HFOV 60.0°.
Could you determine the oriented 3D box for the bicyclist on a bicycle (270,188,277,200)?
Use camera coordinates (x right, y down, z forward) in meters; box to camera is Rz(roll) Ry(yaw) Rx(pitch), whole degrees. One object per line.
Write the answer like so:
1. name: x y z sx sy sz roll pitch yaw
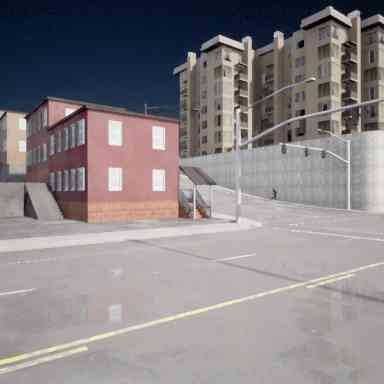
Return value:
1. bicyclist on a bicycle: 11.180 0.301 45.374 1.656 1.620 0.582 0 6 -35
